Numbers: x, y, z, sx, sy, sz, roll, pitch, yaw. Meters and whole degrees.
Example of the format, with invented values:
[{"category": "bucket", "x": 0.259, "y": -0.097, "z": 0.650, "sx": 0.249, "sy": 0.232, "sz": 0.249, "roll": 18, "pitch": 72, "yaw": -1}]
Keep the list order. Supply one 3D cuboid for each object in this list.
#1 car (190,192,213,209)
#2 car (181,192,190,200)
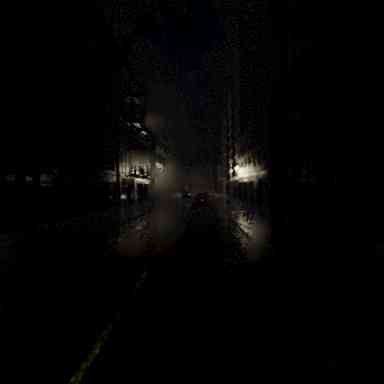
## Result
[{"category": "car", "x": 1.158, "y": 0.869, "z": 36.452, "sx": 2.097, "sy": 1.767, "sz": 4.553, "roll": -1, "pitch": 1, "yaw": 2}, {"category": "car", "x": -1.109, "y": 0.686, "z": 65.146, "sx": 1.837, "sy": 1.490, "sz": 4.892, "roll": -1, "pitch": 0, "yaw": 2}]
